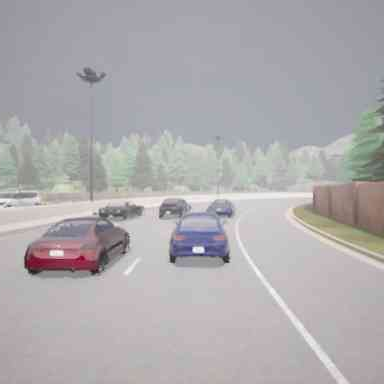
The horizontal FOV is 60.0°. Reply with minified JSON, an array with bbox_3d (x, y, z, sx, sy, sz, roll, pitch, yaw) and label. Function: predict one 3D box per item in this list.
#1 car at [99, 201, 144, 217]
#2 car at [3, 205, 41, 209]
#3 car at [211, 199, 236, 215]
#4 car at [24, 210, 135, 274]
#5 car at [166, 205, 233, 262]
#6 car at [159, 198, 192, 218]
[{"bbox_3d":[-5.156,1.338,25.038,1.895,1.301,4.718,0,1,11],"label":"car"},{"bbox_3d":[-15.348,0.923,28.670,2.150,2.045,5.566,0,0,12],"label":"car"},{"bbox_3d":[2.484,1.277,27.284,1.994,1.385,4.181,0,1,12],"label":"car"},{"bbox_3d":[-3.260,1.456,10.205,1.994,1.385,4.181,0,1,2],"label":"car"},{"bbox_3d":[0.287,1.404,11.466,1.812,1.442,4.674,0,1,3],"label":"car"},{"bbox_3d":[-1.254,1.226,26.596,1.837,1.490,4.892,0,1,11],"label":"car"}]
